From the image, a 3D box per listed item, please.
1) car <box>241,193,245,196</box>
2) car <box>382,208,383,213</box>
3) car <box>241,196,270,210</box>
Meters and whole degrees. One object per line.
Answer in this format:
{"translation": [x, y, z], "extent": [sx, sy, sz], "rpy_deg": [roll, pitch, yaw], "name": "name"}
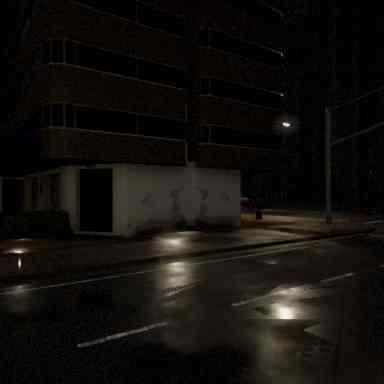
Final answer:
{"translation": [6.159, 1.222, 51.964], "extent": [2.150, 2.045, 5.566], "rpy_deg": [0, 0, -36], "name": "car"}
{"translation": [18.899, 1.601, 28.088], "extent": [1.895, 1.301, 4.718], "rpy_deg": [0, 0, -36], "name": "car"}
{"translation": [7.863, 1.601, 43.324], "extent": [1.895, 1.301, 4.718], "rpy_deg": [0, 0, -36], "name": "car"}
